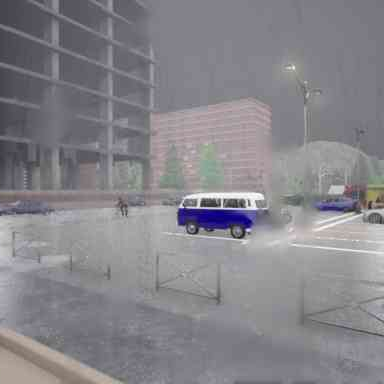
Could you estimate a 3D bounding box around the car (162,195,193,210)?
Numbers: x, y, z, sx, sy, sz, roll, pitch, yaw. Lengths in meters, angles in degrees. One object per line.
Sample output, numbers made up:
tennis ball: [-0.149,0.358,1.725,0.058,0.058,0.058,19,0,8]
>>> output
car: [-2.472,1.451,49.277,1.837,1.490,4.892,0,-1,36]

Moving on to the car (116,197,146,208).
car: [-8.526,1.436,46.798,2.128,1.511,4.902,0,0,35]

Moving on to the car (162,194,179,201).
car: [-5.108,1.285,77.827,1.851,1.617,3.988,0,0,36]

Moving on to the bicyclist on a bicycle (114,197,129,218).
bicyclist on a bicycle: [-5.504,1.248,25.969,1.656,1.620,0.582,0,0,35]

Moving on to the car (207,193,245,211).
car: [4.929,1.166,47.431,2.150,2.045,5.566,0,0,36]

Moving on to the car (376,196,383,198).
car: [16.452,1.153,26.046,4.605,1.855,1.932,0,0,36]

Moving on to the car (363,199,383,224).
car: [13.246,1.395,21.481,3.806,1.475,1.970,0,0,36]

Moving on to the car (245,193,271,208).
car: [11.034,1.436,56.157,2.128,1.511,4.902,0,0,35]

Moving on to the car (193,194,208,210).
car: [2.250,1.436,49.692,2.128,1.511,4.902,0,0,36]

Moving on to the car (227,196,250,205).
car: [8.174,1.422,58.174,1.882,1.535,5.008,0,0,35]

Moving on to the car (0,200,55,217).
car: [-15.548,1.492,30.787,2.033,1.411,5.357,0,0,35]
